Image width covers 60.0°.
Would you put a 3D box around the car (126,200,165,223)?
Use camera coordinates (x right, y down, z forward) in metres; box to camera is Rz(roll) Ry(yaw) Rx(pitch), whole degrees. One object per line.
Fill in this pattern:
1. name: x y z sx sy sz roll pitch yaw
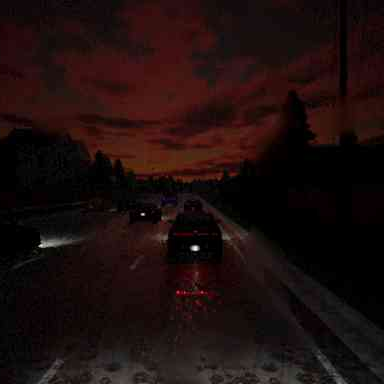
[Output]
1. car: -3.395 1.515 25.006 1.994 1.385 4.181 0 0 0

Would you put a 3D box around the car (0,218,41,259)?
1. car: -6.897 1.543 11.309 1.994 1.385 4.181 0 0 0

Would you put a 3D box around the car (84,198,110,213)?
1. car: -10.392 1.407 36.699 1.882 1.535 5.008 0 0 0

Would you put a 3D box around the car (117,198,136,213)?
1. car: -6.893 1.420 36.610 2.128 1.511 4.902 0 0 0

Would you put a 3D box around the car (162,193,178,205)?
1. car: -3.388 1.120 51.308 2.150 2.045 5.566 0 0 0

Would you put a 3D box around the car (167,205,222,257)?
1. car: 0.100 1.480 12.805 1.837 1.490 4.892 0 1 0

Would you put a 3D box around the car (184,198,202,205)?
1. car: 0.110 1.419 35.874 2.128 1.511 4.902 0 0 0
